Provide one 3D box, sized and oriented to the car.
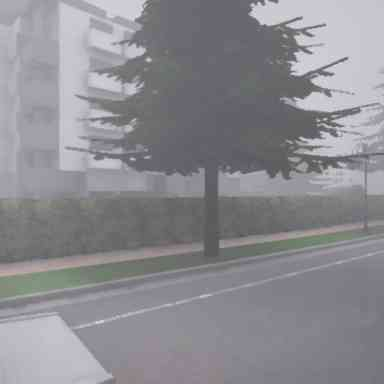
[{"bbox_3d":[-2.974,1.604,1.913,4.718,1.301,1.895,0,0,-35],"label":"car"}]
